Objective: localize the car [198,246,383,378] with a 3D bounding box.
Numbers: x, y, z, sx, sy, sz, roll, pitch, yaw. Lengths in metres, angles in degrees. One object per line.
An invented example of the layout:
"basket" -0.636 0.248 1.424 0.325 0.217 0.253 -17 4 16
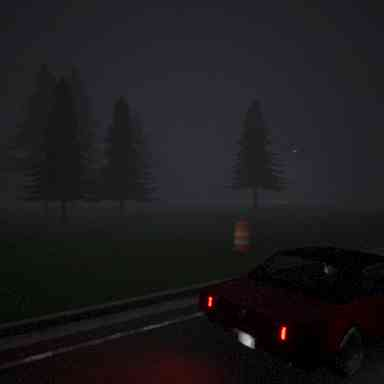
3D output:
"car" 2.505 1.600 5.533 4.718 1.301 1.895 0 0 -36
